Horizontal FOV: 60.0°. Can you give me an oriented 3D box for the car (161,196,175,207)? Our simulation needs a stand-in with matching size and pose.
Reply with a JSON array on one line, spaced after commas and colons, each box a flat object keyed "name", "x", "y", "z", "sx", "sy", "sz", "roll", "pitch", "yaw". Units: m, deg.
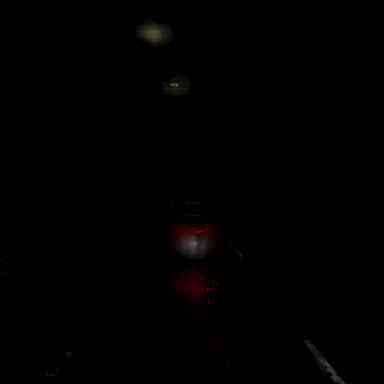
[{"name": "car", "x": -3.575, "y": 1.403, "z": 51.066, "sx": 1.882, "sy": 1.535, "sz": 5.008, "roll": 0, "pitch": 0, "yaw": 0}]

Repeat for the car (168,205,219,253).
[{"name": "car", "x": 0.072, "y": 1.536, "z": 13.818, "sx": 1.837, "sy": 1.490, "sz": 4.892, "roll": 0, "pitch": 0, "yaw": 0}]

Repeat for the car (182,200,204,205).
[{"name": "car", "x": 0.080, "y": 1.479, "z": 30.306, "sx": 1.882, "sy": 1.535, "sz": 5.008, "roll": 0, "pitch": 0, "yaw": 0}]
